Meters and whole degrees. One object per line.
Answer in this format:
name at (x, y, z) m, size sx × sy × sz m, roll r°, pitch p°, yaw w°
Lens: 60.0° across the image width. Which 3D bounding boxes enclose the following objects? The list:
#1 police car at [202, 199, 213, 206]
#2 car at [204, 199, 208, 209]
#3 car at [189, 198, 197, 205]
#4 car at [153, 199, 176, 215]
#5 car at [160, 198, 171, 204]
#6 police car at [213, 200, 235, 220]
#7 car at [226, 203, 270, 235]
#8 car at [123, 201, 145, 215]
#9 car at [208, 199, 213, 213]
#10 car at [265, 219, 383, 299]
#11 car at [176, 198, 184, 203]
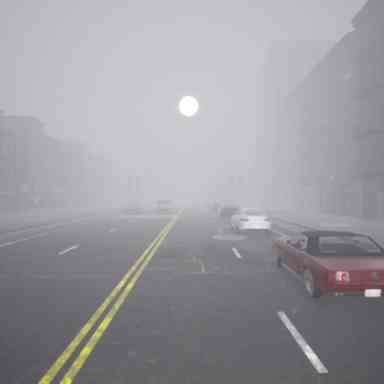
police car at (3.435, 2.391, 74.240) m, size 2.038 × 1.542 × 4.974 m, roll 0°, pitch -1°, yaw 0°
car at (3.381, 2.013, 52.234) m, size 1.994 × 1.385 × 4.181 m, roll 0°, pitch -1°, yaw 0°
car at (0.211, 2.567, 84.839) m, size 2.033 × 1.411 × 5.357 m, roll 0°, pitch -2°, yaw 0°
car at (-3.247, 1.625, 38.047) m, size 2.097 × 1.767 × 4.553 m, roll 0°, pitch -1°, yaw 0°
car at (-6.303, 2.149, 79.117) m, size 2.128 × 1.511 × 4.902 m, roll 0°, pitch -2°, yaw 0°
police car at (3.326, 1.611, 30.345) m, size 1.930 × 1.638 × 5.238 m, roll 0°, pitch -1°, yaw 0°
car at (3.299, 1.589, 19.234) m, size 1.812 × 1.442 × 4.674 m, roll 0°, pitch -1°, yaw 0°
car at (-6.500, 1.796, 37.817) m, size 1.812 × 1.442 × 4.674 m, roll 0°, pitch -1°, yaw 0°
car at (3.353, 1.785, 41.234) m, size 1.882 × 1.535 × 5.008 m, roll 0°, pitch -1°, yaw 0°
car at (3.379, 1.602, 8.416) m, size 1.895 × 1.301 × 4.718 m, roll 0°, pitch 0°, yaw 0°
car at (-3.053, 2.124, 79.110) m, size 1.837 × 1.490 × 4.892 m, roll 0°, pitch -2°, yaw 0°
